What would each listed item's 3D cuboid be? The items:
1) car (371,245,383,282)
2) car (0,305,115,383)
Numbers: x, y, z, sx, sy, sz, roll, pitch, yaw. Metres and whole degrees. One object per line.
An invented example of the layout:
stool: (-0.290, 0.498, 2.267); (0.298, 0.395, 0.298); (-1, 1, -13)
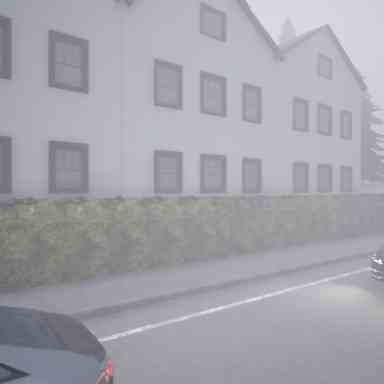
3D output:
car: (6.555, 1.494, 8.620); (4.892, 1.490, 1.837); (-2, 1, -34)
car: (-2.607, 1.565, 2.125); (4.181, 1.385, 1.994); (0, 0, -36)
